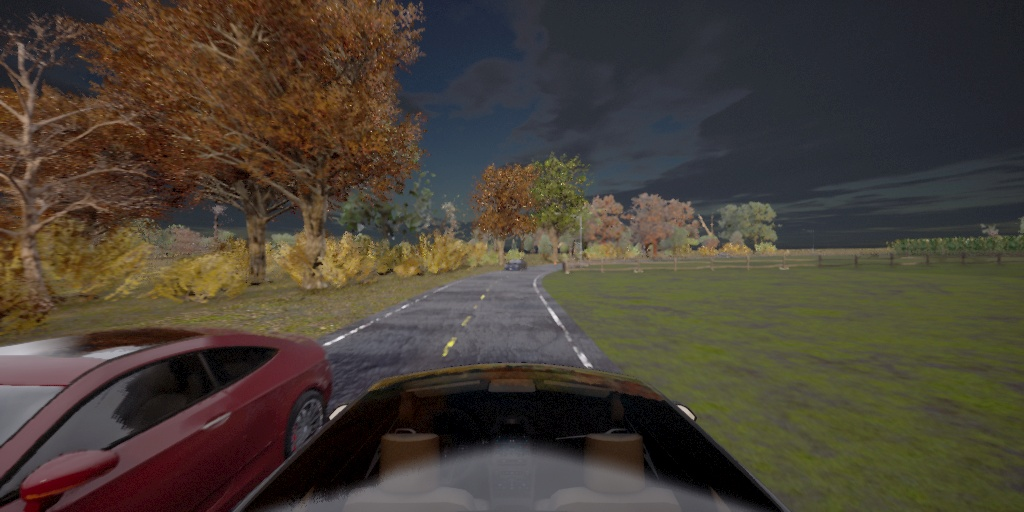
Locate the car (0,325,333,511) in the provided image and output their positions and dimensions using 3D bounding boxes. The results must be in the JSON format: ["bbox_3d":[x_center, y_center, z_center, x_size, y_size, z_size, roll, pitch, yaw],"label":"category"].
[{"bbox_3d":[-2.833,1.274,2.121,1.812,1.442,4.674,0,0,0],"label":"car"}]

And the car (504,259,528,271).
[{"bbox_3d":[0.561,1.064,43.193,2.033,1.411,5.357,0,1,15],"label":"car"}]
